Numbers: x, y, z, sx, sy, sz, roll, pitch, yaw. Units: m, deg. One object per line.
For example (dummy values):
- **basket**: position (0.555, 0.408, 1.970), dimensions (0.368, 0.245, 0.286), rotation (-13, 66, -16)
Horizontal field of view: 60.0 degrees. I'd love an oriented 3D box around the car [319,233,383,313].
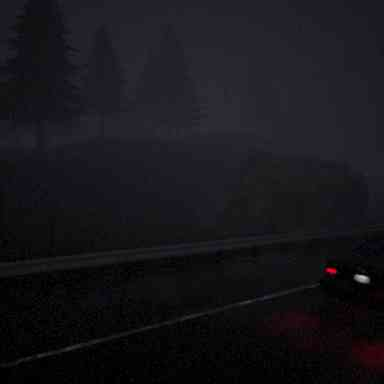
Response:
- **car**: position (5.008, 1.539, 7.100), dimensions (5.357, 1.411, 2.033), rotation (0, 0, -34)
